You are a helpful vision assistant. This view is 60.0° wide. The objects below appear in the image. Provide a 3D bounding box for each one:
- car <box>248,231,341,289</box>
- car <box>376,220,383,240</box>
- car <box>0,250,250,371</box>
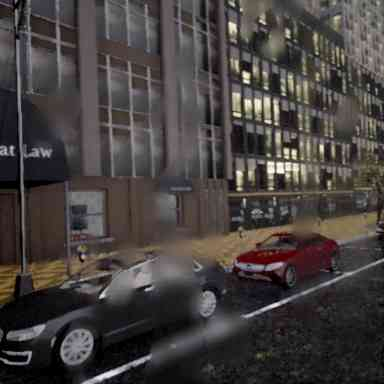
[{"bbox_3d":[2.984,1.854,10.002,4.206,1.307,1.802,0,-3,-43],"label":"car"},{"bbox_3d":[11.303,1.795,17.749,4.403,1.369,2.008,0,-3,-43],"label":"car"},{"bbox_3d":[-1.178,1.837,6.132,4.403,1.369,2.008,0,-3,-43],"label":"car"}]
